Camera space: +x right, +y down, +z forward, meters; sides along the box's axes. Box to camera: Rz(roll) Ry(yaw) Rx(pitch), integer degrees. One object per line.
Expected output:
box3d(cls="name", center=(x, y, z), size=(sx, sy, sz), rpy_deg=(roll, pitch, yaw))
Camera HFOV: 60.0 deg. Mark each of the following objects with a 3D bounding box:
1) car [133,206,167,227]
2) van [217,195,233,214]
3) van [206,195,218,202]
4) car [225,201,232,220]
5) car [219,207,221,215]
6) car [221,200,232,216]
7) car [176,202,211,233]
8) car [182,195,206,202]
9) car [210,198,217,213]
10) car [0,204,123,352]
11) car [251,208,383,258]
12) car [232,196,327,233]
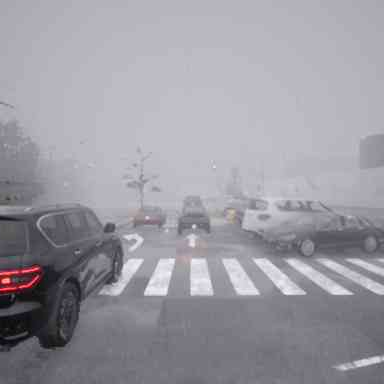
box3d(cls="car", center=(-2.897, 1.661, 23.599), size=(1.994, 1.385, 4.181), rpy_deg=(0, 0, 0))
box3d(cls="van", center=(4.968, 1.413, 30.671), size=(4.442, 1.987, 1.878), rpy_deg=(1, 0, -20))
box3d(cls="van", center=(4.974, 1.760, 85.938), size=(4.442, 1.987, 1.878), rpy_deg=(1, -2, -20))
box3d(cls="car", center=(5.066, 1.578, 21.766), size=(4.892, 1.521, 2.231), rpy_deg=(1, -1, -20))
box3d(cls="car", center=(5.099, 1.649, 27.743), size=(4.792, 1.488, 2.163), rpy_deg=(1, -1, -20))
box3d(cls="car", center=(5.247, 1.596, 24.813), size=(5.366, 1.575, 1.946), rpy_deg=(1, -1, -20))
box3d(cls="car", center=(0.104, 1.580, 20.011), size=(1.837, 1.490, 4.892), rpy_deg=(0, 0, 0))
box3d(cls="car", center=(0.105, 1.423, 37.713), size=(2.150, 2.045, 5.566), rpy_deg=(0, 0, 0))
box3d(cls="car", center=(4.902, 1.657, 33.628), size=(5.366, 1.575, 1.946), rpy_deg=(1, 0, -20))
box3d(cls="car", center=(-2.883, 1.231, 6.454), size=(2.150, 2.045, 5.566), rpy_deg=(0, 0, 0))
box3d(cls="car", center=(5.081, 1.529, 12.814), size=(4.892, 1.521, 2.231), rpy_deg=(1, 0, -20))
box3d(cls="car", center=(5.101, 1.290, 15.817), size=(5.566, 2.045, 2.435), rpy_deg=(1, -1, -20))
